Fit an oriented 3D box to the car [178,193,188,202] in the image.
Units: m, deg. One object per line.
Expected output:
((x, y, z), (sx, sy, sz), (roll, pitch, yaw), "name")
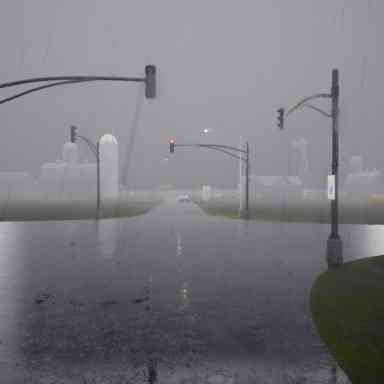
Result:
((-2.110, 1.193, 80.009), (2.150, 2.045, 5.566), (0, 0, -4), "car")

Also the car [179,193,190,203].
((-1.524, 1.556, 69.974), (1.812, 1.442, 4.674), (0, 0, -3), "car")
